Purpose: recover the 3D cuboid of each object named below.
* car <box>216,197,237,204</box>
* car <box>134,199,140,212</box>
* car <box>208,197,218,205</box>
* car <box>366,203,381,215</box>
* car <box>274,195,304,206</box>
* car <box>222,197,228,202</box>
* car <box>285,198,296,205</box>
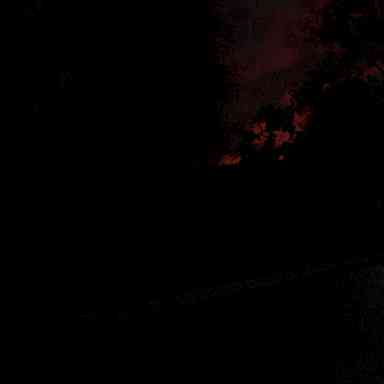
[{"bbox_3d":[7.853,1.949,76.571,2.097,1.535,5.008,0,0,-36],"label":"car"},{"bbox_3d":[-9.326,2.131,48.214,2.231,1.521,4.892,0,0,-36],"label":"car"},{"bbox_3d":[3.314,2.011,73.287,2.163,1.488,4.792,0,0,-36],"label":"car"},{"bbox_3d":[16.626,1.529,31.977,2.128,1.511,4.902,4,-3,-30],"label":"car"},{"bbox_3d":[20.144,1.672,69.304,2.435,2.045,5.566,0,0,-36],"label":"car"},{"bbox_3d":[5.686,1.962,74.788,1.946,1.575,5.366,0,0,-36],"label":"car"},{"bbox_3d":[17.890,1.936,67.666,2.097,1.535,5.008,0,0,-36],"label":"car"}]
